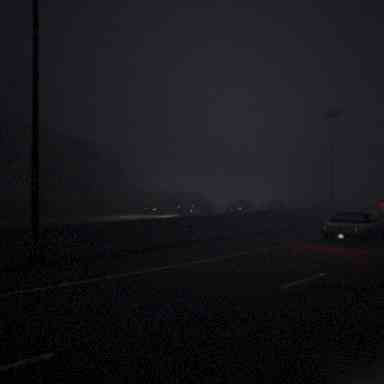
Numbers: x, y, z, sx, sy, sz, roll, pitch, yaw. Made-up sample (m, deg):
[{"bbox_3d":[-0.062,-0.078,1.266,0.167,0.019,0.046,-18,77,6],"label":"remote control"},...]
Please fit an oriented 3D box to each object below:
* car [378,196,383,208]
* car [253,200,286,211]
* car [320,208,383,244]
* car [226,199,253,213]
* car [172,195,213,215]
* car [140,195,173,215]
[{"bbox_3d":[18.024,1.292,29.749,2.150,2.045,5.566,0,0,31],"label":"car"},{"bbox_3d":[8.396,1.576,34.488,2.128,1.511,4.902,0,0,30],"label":"car"},{"bbox_3d":[8.001,1.640,16.135,1.895,1.301,4.718,0,0,43],"label":"car"},{"bbox_3d":[5.312,1.594,36.112,1.837,1.490,4.892,0,0,30],"label":"car"},{"bbox_3d":[0.386,1.440,34.921,2.097,1.767,4.553,0,0,33],"label":"car"},{"bbox_3d":[-3.113,1.312,35.853,2.150,2.045,5.566,0,0,35],"label":"car"}]
